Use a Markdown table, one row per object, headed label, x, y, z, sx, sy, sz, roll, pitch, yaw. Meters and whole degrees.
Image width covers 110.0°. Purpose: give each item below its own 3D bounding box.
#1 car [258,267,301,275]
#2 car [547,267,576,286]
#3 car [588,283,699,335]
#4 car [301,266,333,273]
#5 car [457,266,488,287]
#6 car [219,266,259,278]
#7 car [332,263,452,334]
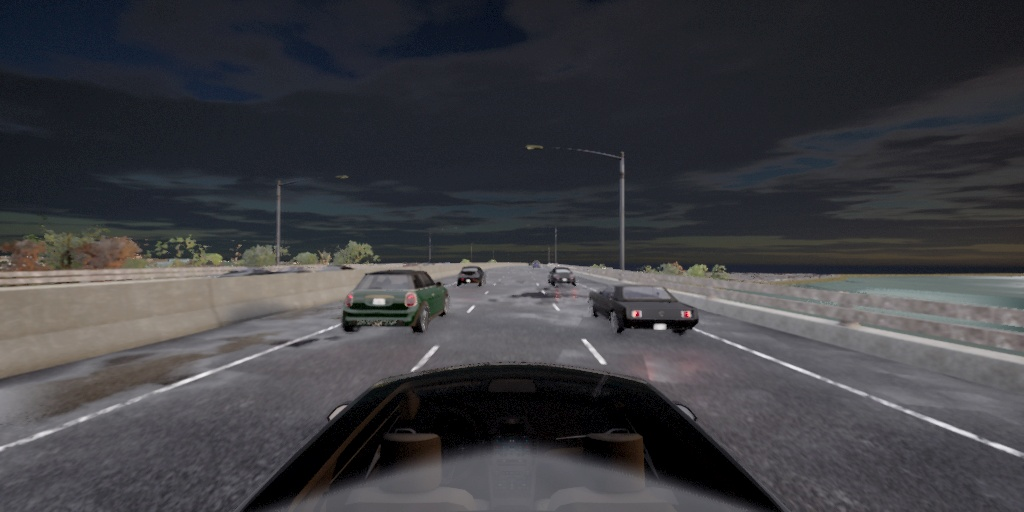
| label | x | y | z | sx | sy | sz | roll | pitch | yaw |
| --- | --- | --- | --- | --- | --- | --- | --- | --- | --- |
| car | -17.253 | 1.534 | 28.201 | 1.994 | 1.385 | 4.181 | 0 | -1 | 1 |
| car | 3.959 | 1.622 | 28.883 | 1.812 | 1.442 | 4.674 | 0 | -1 | 1 |
| car | 3.668 | 1.481 | 11.024 | 1.895 | 1.301 | 4.718 | 0 | -1 | 1 |
| car | -13.761 | 1.490 | 27.796 | 1.837 | 1.490 | 4.892 | 0 | -1 | 1 |
| car | -3.061 | 1.551 | 27.977 | 1.837 | 1.490 | 4.892 | 0 | -1 | 1 |
| car | -20.750 | 1.516 | 28.299 | 1.994 | 1.385 | 4.181 | 0 | -1 | 1 |
| car | -3.328 | 1.194 | 11.173 | 2.097 | 1.767 | 4.553 | 0 | -1 | 1 |
